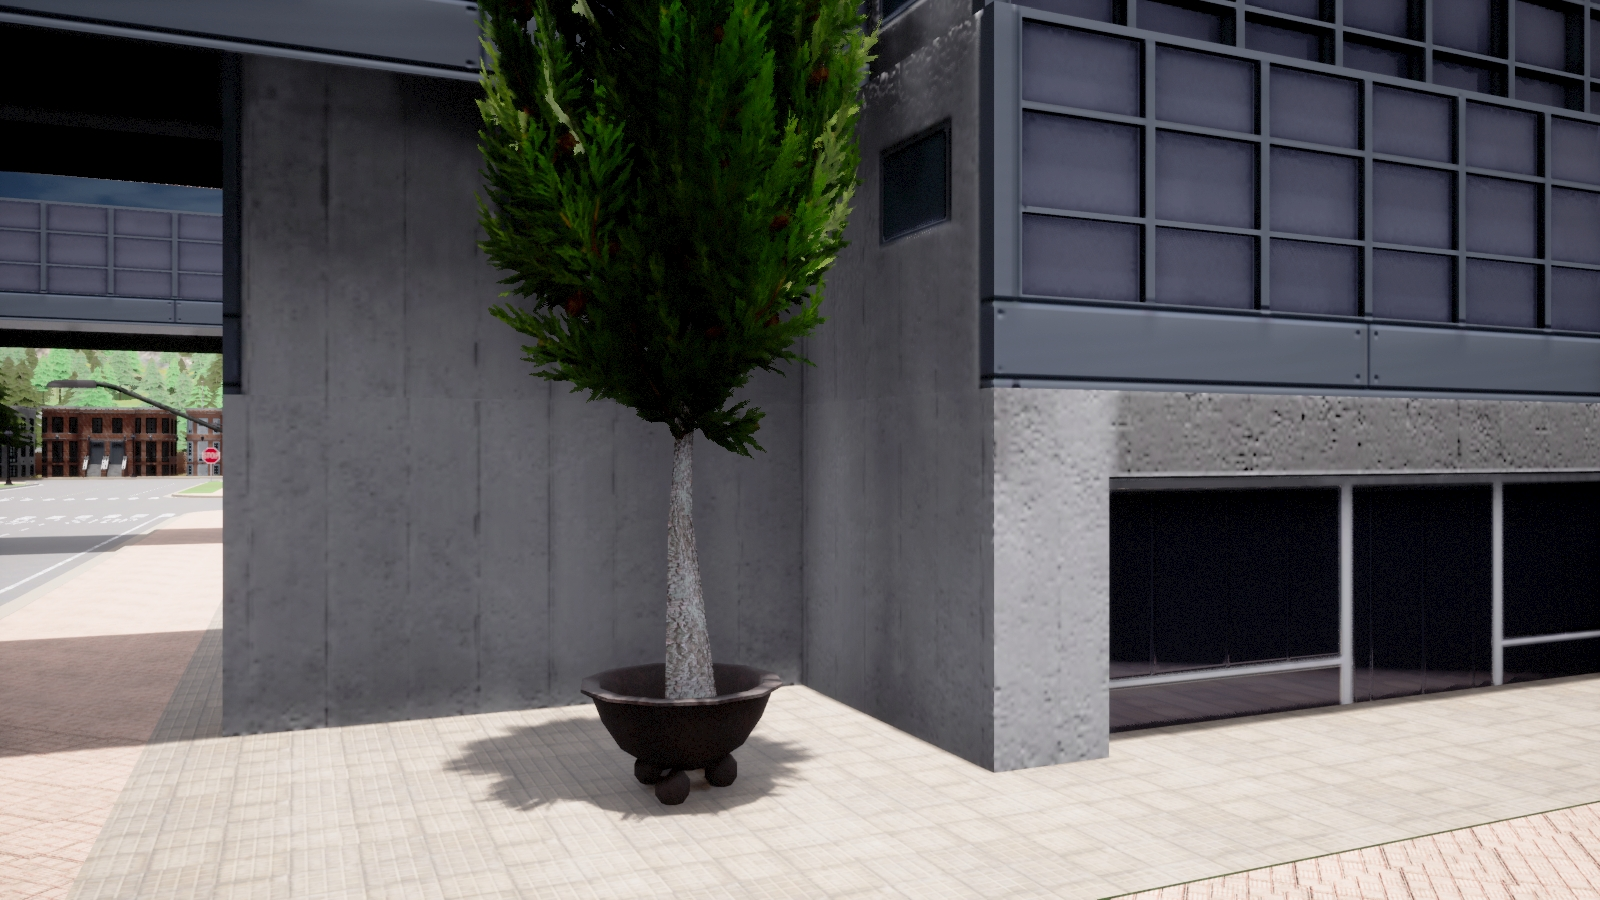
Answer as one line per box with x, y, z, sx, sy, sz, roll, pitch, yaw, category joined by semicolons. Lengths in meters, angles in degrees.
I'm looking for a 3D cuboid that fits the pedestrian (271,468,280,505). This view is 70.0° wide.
-26.781;1.849;58.334;0.375;1.860;0.375;0;0;-24;pedestrian
